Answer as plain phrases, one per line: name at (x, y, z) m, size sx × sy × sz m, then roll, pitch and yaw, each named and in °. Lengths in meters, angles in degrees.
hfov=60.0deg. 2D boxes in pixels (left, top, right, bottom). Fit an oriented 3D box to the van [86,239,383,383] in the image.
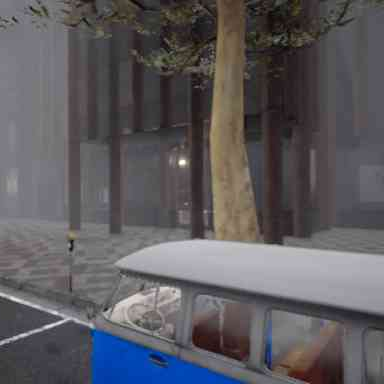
van at (0.938, 1.346, 2.411) m, size 3.998 × 1.788 × 1.690 m, roll -1°, pitch 0°, yaw 35°
